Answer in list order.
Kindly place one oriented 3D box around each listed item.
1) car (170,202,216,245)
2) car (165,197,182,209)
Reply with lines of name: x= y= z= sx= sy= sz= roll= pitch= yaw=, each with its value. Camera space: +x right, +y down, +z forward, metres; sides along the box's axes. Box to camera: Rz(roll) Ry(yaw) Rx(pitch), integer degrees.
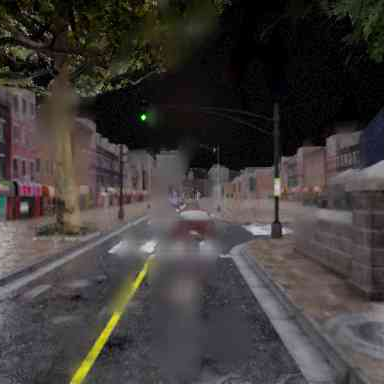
car: x=0.074 y=1.496 z=15.698 sx=1.882 sy=1.535 sz=5.008 roll=-1 pitch=1 yaw=0
car: x=-2.814 y=1.620 z=47.856 sx=1.882 sy=1.535 sz=5.008 roll=0 pitch=0 yaw=0
